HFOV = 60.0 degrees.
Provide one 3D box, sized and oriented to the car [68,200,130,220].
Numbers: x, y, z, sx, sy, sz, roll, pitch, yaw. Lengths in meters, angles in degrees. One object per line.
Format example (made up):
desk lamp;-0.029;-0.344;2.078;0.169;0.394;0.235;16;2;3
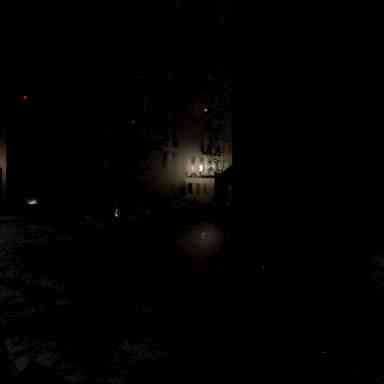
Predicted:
car;-7.081;1.284;24.737;1.947;1.339;4.313;1;0;35

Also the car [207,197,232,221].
car;2.659;1.228;24.576;1.967;1.590;4.097;1;0;35

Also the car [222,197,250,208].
car;5.727;1.294;42.714;1.802;1.307;4.206;1;0;35

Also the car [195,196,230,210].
car;2.427;1.238;38.081;1.752;1.417;4.829;1;0;35

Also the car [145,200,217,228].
car;-0.545;1.372;20.082;1.802;1.307;4.206;1;0;35

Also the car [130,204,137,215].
car;-3.879;1.298;29.232;1.802;1.307;4.206;1;0;35

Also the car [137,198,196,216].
car;-2.003;1.265;27.492;1.812;1.442;4.674;1;0;35
